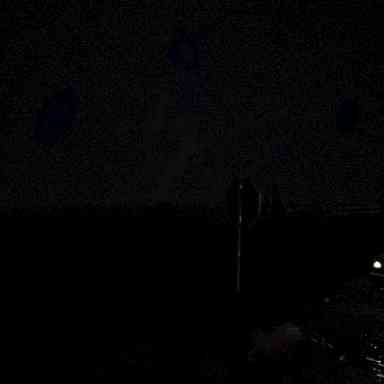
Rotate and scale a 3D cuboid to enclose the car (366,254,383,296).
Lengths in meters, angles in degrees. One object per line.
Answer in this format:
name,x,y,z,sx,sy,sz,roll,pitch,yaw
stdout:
car,5.742,1.515,7.154,4.718,1.301,1.895,0,1,-37
